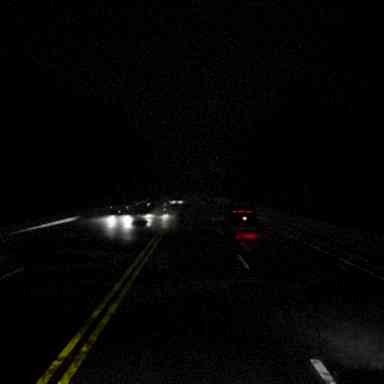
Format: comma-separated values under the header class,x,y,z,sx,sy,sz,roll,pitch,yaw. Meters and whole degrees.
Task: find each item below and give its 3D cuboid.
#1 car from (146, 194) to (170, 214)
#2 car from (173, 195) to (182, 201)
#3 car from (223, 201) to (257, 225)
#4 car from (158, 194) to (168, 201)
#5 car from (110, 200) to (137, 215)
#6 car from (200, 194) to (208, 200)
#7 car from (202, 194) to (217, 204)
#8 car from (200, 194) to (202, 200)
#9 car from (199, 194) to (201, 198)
class,x,y,z,sx,sy,sz,roll,pitch,yaw
car,-3.362,1.218,33.572,2.097,1.767,4.553,0,0,0
car,-3.287,1.279,74.794,1.895,1.301,4.718,0,0,0
car,3.339,1.406,23.452,1.837,1.490,4.892,0,0,0
car,-6.537,1.249,74.407,1.812,1.442,4.674,0,0,0
car,-6.614,1.471,32.451,1.895,1.301,4.718,0,0,0
car,3.205,1.246,89.611,2.163,1.488,4.792,0,0,0
car,3.222,1.340,56.580,2.033,1.411,5.357,0,0,0
car,3.216,1.294,67.580,1.812,1.442,4.674,0,0,0
car,3.211,1.316,78.581,1.994,1.385,4.181,0,0,0
